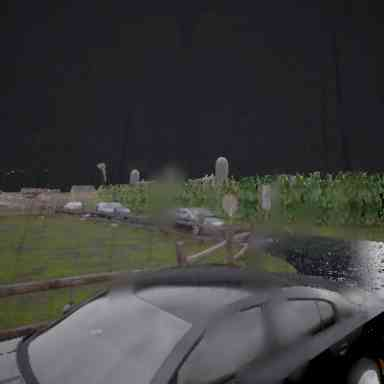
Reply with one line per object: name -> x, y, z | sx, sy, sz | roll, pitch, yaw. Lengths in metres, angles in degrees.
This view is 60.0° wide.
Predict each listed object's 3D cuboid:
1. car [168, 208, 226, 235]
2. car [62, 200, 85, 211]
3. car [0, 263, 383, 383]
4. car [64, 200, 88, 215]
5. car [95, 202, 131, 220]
car -> 0.134, 1.753, 20.865 | 2.128, 1.511, 4.902 | 0, 0, -35
car -> -18.791, 2.082, 52.552 | 2.128, 1.511, 4.902 | 0, -1, -35
car -> -0.086, 1.494, 2.920 | 5.008, 1.535, 1.882 | 1, 0, -38
car -> -14.425, 2.000, 41.371 | 1.812, 1.442, 4.674 | 0, 0, -35
car -> -7.600, 1.723, 31.739 | 2.097, 1.767, 4.553 | 0, -1, -35
